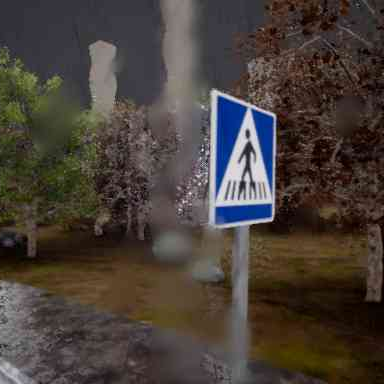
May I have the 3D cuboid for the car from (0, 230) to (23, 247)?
[{"bbox_3d":[-12.323,2.576,18.886,4.892,1.521,2.231,0,-3,-44],"label":"car"}]
